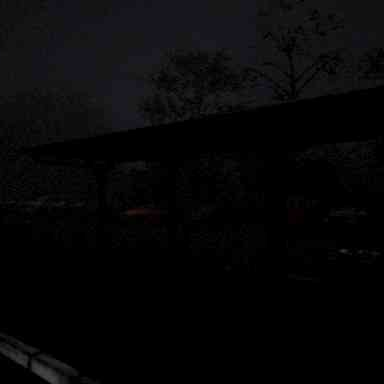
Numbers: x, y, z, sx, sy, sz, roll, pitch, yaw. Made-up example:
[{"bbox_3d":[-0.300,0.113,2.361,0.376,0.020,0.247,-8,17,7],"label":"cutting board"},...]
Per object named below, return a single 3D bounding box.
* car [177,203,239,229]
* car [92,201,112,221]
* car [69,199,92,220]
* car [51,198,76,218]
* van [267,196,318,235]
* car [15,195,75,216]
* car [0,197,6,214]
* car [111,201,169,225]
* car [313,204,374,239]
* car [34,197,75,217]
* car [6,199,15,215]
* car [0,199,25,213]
[{"bbox_3d":[1.361,1.512,22.041,2.163,1.488,4.792,0,0,37],"label":"car"},{"bbox_3d":[-5.287,1.564,27.056,2.163,1.488,4.792,0,0,37],"label":"car"},{"bbox_3d":[-7.527,1.553,28.693,2.231,1.521,4.892,0,0,37],"label":"car"},{"bbox_3d":[-9.756,1.569,30.349,2.097,1.535,5.008,0,0,37],"label":"car"},{"bbox_3d":[5.900,1.221,18.847,1.878,1.987,4.442,0,0,37],"label":"van"},{"bbox_3d":[-14.233,1.353,33.634,2.435,2.045,5.566,0,0,37],"label":"car"},{"bbox_3d":[-18.673,1.637,36.965,2.097,1.535,5.008,0,0,37],"label":"car"},{"bbox_3d":[-3.188,1.515,25.228,1.946,1.575,5.366,0,0,37],"label":"car"},{"bbox_3d":[8.058,1.470,17.095,2.002,1.452,4.674,0,0,37],"label":"car"},{"bbox_3d":[-11.983,1.587,32.005,2.097,1.535,5.008,0,0,37],"label":"car"},{"bbox_3d":[-16.444,1.623,35.307,2.231,1.521,4.892,0,0,37],"label":"car"},{"bbox_3d":[-23.140,1.691,40.256,2.163,1.488,4.792,0,0,37],"label":"car"}]
